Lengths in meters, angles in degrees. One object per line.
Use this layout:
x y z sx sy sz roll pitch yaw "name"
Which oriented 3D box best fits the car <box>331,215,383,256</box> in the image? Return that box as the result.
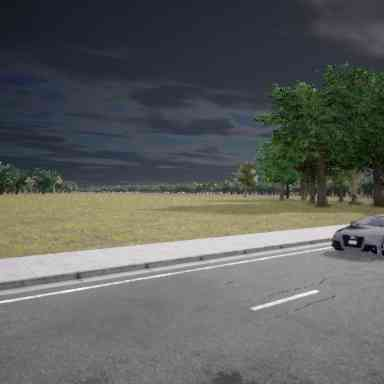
7.267 1.590 12.843 4.181 1.385 1.994 0 0 -35 "car"
